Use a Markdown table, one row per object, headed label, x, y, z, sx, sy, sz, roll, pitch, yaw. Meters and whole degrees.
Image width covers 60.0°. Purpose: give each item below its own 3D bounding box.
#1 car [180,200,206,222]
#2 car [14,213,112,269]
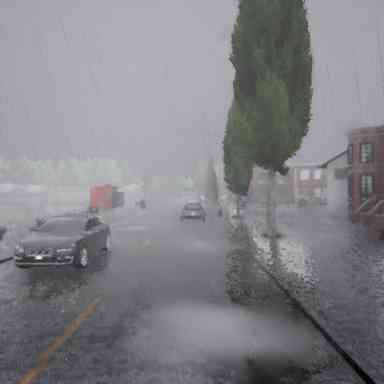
| label | x | y | z | sx | sy | sz | roll | pitch | yaw |
| --- | --- | --- | --- | --- | --- | --- | --- | --- | --- |
| car | 0.098 | 1.576 | 26.757 | 1.994 | 1.385 | 4.181 | 0 | 0 | 0 |
| car | -4.077 | 1.511 | 11.294 | 1.837 | 1.490 | 4.892 | 0 | 0 | 0 |
